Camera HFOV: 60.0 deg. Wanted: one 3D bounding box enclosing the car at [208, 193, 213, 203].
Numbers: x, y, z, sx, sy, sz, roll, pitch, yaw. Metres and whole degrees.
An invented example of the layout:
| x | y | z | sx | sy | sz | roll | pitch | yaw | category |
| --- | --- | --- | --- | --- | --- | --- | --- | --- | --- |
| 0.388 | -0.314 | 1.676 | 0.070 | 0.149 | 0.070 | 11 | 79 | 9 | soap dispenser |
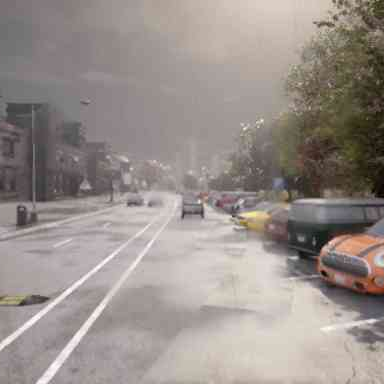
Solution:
| x | y | z | sx | sy | sz | roll | pitch | yaw | category |
| --- | --- | --- | --- | --- | --- | --- | --- | --- | --- |
| 5.164 | 1.188 | 40.703 | 5.366 | 1.575 | 1.946 | 1 | 0 | -22 | car |

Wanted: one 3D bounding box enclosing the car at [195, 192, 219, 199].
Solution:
| x | y | z | sx | sy | sz | roll | pitch | yaw | category |
| --- | --- | --- | --- | --- | --- | --- | --- | --- | --- |
| 3.332 | 0.827 | 73.223 | 4.892 | 1.521 | 2.231 | 0 | 1 | -24 | car |

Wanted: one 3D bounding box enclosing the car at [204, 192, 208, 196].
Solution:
| x | y | z | sx | sy | sz | roll | pitch | yaw | category |
| --- | --- | --- | --- | --- | --- | --- | --- | --- | --- |
| 4.675 | 1.125 | 49.501 | 4.674 | 1.452 | 2.002 | 0 | 0 | -23 | car |

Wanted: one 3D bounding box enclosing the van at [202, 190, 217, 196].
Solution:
| x | y | z | sx | sy | sz | roll | pitch | yaw | category |
| --- | --- | --- | --- | --- | --- | --- | --- | --- | --- |
| 4.446 | 0.823 | 52.417 | 4.442 | 1.987 | 1.878 | 0 | 1 | -23 | van |

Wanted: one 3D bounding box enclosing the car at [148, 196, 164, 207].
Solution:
| x | y | z | sx | sy | sz | roll | pitch | yaw | category |
| --- | --- | --- | --- | --- | --- | --- | --- | --- | --- |
| -4.673 | 1.201 | 43.452 | 1.812 | 1.442 | 4.674 | 0 | 0 | -2 | car |

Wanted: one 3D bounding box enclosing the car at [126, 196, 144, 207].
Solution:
| x | y | z | sx | sy | sz | roll | pitch | yaw | category |
| --- | --- | --- | --- | --- | --- | --- | --- | --- | --- |
| -7.504 | 1.213 | 44.565 | 2.033 | 1.411 | 5.357 | 0 | 1 | -2 | car |

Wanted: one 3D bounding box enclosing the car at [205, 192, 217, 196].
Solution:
| x | y | z | sx | sy | sz | roll | pitch | yaw | category |
| --- | --- | --- | --- | --- | --- | --- | --- | --- | --- |
| 4.771 | 1.160 | 46.548 | 4.674 | 1.452 | 2.002 | 0 | 1 | -22 | car |

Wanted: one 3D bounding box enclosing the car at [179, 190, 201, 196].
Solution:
| x | y | z | sx | sy | sz | roll | pitch | yaw | category |
| --- | --- | --- | --- | --- | --- | --- | --- | --- | --- |
| -0.344 | 1.026 | 43.326 | 2.097 | 1.767 | 4.553 | 0 | 1 | -2 | car |

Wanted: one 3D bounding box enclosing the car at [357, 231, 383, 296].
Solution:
| x | y | z | sx | sy | sz | roll | pitch | yaw | category |
| --- | --- | --- | --- | --- | --- | --- | --- | --- | --- |
| 5.307 | 1.465 | 5.013 | 5.008 | 1.535 | 2.097 | 1 | 1 | -20 | car |

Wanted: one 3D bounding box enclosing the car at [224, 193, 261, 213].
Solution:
| x | y | z | sx | sy | sz | roll | pitch | yaw | category |
| --- | --- | --- | --- | --- | --- | --- | --- | --- | --- |
| 5.245 | 1.208 | 25.770 | 4.553 | 1.767 | 2.185 | 1 | 0 | -21 | car |

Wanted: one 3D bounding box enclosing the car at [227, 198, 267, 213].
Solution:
| x | y | z | sx | sy | sz | roll | pitch | yaw | category |
| --- | --- | --- | --- | --- | --- | --- | --- | --- | --- |
| 5.301 | 1.359 | 22.809 | 4.892 | 1.521 | 2.231 | 1 | 1 | -20 | car |

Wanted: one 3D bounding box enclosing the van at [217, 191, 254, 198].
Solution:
| x | y | z | sx | sy | sz | roll | pitch | yaw | category |
| --- | --- | --- | --- | --- | --- | --- | --- | --- | --- |
| 5.249 | 1.027 | 34.739 | 4.442 | 1.987 | 1.878 | 1 | 0 | -21 | van |

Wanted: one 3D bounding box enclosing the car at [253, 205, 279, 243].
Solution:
| x | y | z | sx | sy | sz | roll | pitch | yaw | category |
| --- | --- | --- | --- | --- | --- | --- | --- | --- | --- |
| 5.329 | 1.449 | 13.915 | 4.792 | 1.488 | 2.163 | 1 | 0 | -20 | car |

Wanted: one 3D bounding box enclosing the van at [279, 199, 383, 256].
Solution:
| x | y | z | sx | sy | sz | roll | pitch | yaw | category |
| --- | --- | --- | --- | --- | --- | --- | --- | --- | --- |
| 5.410 | 1.211 | 10.985 | 4.442 | 1.987 | 1.878 | 1 | 0 | -20 | van |

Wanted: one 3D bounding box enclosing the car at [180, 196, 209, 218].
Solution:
| x | y | z | sx | sy | sz | roll | pitch | yaw | category |
| --- | --- | --- | --- | --- | --- | --- | --- | --- | --- |
| 0.028 | 1.316 | 28.077 | 2.128 | 1.511 | 4.902 | 0 | 0 | -1 | car |

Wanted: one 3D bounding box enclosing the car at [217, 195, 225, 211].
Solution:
| x | y | z | sx | sy | sz | roll | pitch | yaw | category |
| --- | --- | --- | --- | --- | --- | --- | --- | --- | --- |
| 5.196 | 1.320 | 31.722 | 4.674 | 1.452 | 2.002 | 1 | 1 | -21 | car |

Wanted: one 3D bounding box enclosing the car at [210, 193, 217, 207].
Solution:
| x | y | z | sx | sy | sz | roll | pitch | yaw | category |
| --- | --- | --- | --- | --- | --- | --- | --- | --- | --- |
| 5.064 | 1.221 | 37.665 | 5.008 | 1.535 | 2.097 | 1 | 0 | -22 | car |

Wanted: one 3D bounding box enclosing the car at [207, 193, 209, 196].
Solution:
| x | y | z | sx | sy | sz | roll | pitch | yaw | category |
| --- | --- | --- | --- | --- | --- | --- | --- | --- | --- |
| 4.889 | 1.195 | 43.603 | 4.674 | 1.452 | 2.002 | 1 | 0 | -22 | car |

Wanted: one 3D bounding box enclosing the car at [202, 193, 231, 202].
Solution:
| x | y | z | sx | sy | sz | roll | pitch | yaw | category |
| --- | --- | --- | --- | --- | --- | --- | --- | --- | --- |
| 4.260 | 1.021 | 58.401 | 4.674 | 1.452 | 2.002 | 0 | 1 | -23 | car |

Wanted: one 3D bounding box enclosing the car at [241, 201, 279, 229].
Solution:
| x | y | z | sx | sy | sz | roll | pitch | yaw | category |
| --- | --- | --- | --- | --- | --- | --- | --- | --- | --- |
| 5.481 | 1.399 | 16.930 | 5.366 | 1.575 | 1.946 | 1 | 0 | -20 | car |

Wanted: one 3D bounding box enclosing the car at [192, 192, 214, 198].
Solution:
| x | y | z | sx | sy | sz | roll | pitch | yaw | category |
| --- | --- | --- | --- | --- | --- | --- | --- | --- | --- |
| 2.611 | 0.744 | 82.112 | 5.008 | 1.535 | 2.097 | 0 | 0 | -25 | car |

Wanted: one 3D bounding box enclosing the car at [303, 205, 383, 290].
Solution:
| x | y | z | sx | sy | sz | roll | pitch | yaw | category |
| --- | --- | --- | --- | --- | --- | --- | --- | --- | --- |
| 5.330 | 1.326 | 7.987 | 4.553 | 1.767 | 2.185 | 1 | 1 | -20 | car |

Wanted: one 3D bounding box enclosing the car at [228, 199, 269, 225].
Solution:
| x | y | z | sx | sy | sz | roll | pitch | yaw | category |
| --- | --- | --- | --- | --- | --- | --- | --- | --- | --- |
| 5.131 | 1.375 | 19.771 | 5.366 | 1.575 | 1.946 | 1 | 1 | -20 | car |

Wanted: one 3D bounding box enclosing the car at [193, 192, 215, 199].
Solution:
| x | y | z | sx | sy | sz | roll | pitch | yaw | category |
| --- | --- | --- | --- | --- | --- | --- | --- | --- | --- |
| 2.836 | 0.800 | 79.137 | 4.792 | 1.488 | 2.163 | 0 | 1 | -25 | car |

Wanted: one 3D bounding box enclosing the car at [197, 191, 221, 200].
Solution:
| x | y | z | sx | sy | sz | roll | pitch | yaw | category |
| --- | --- | --- | --- | --- | --- | --- | --- | --- | --- |
| 3.503 | 0.729 | 70.252 | 4.553 | 1.767 | 2.185 | 0 | 0 | -24 | car |
